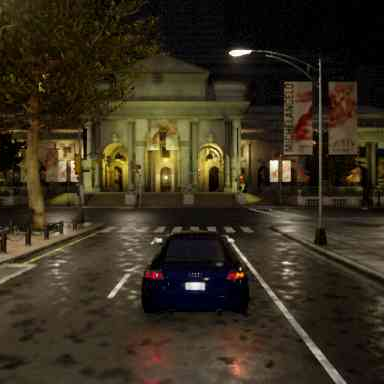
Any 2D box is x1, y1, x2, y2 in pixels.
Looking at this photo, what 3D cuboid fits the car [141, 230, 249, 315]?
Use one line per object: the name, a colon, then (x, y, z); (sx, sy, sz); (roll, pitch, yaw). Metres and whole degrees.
car: (0.070, 1.564, 7.639); (1.994, 1.385, 4.181); (0, 0, 0)
